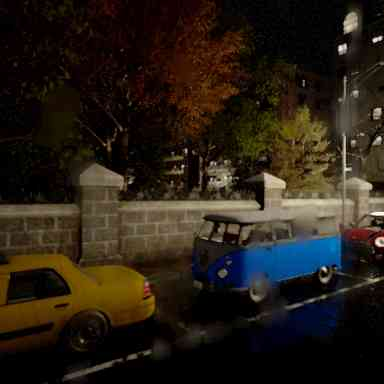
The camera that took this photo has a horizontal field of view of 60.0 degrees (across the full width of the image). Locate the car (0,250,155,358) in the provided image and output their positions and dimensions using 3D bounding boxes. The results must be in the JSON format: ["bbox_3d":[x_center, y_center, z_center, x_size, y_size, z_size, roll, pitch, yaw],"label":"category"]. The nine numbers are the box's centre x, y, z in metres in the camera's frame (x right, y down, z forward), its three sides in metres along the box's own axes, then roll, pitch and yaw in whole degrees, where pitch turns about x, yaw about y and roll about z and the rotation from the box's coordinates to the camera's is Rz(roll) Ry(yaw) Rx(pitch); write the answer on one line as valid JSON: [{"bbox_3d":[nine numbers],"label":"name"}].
[{"bbox_3d":[-2.877,1.525,4.498,4.829,1.417,1.752,0,1,-36],"label":"car"}]

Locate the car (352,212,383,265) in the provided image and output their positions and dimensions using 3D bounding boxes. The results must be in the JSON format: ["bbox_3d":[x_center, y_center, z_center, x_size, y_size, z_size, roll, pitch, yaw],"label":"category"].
[{"bbox_3d":[6.393,1.431,11.129,4.097,1.590,1.967,0,1,-36],"label":"car"}]

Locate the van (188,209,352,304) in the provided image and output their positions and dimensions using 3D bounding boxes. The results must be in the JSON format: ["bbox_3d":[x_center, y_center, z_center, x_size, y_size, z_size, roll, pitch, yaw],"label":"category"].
[{"bbox_3d":[1.828,1.337,7.861,3.998,1.788,1.690,0,1,-36],"label":"van"}]
